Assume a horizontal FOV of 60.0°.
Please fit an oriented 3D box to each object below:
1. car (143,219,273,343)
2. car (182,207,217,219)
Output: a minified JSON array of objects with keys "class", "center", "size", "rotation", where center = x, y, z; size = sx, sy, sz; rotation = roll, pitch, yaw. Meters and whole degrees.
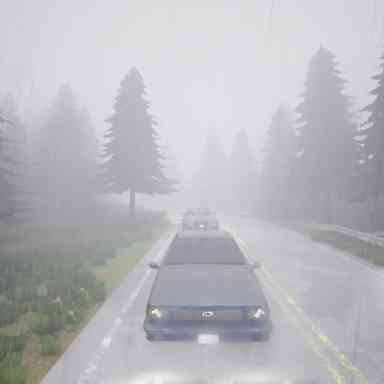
[{"class":"car","center":[0.255,1.557,7.059],"size":[2.033,1.411,5.357],"rotation":[0,0,1]},{"class":"car","center":[0.411,1.584,19.144],"size":[1.994,1.385,4.181],"rotation":[0,0,-2]}]
